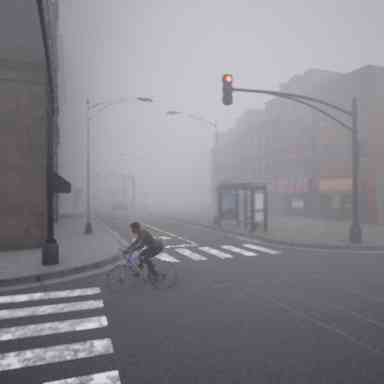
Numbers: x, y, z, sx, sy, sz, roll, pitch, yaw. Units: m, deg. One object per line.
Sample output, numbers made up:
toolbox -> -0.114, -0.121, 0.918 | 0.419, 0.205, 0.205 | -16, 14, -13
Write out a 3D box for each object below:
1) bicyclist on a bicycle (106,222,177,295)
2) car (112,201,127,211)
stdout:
bicyclist on a bicycle -> -1.134, 1.505, 7.644 | 1.656, 1.620, 0.582 | -1, 0, -18
car -> -10.499, 1.991, 48.148 | 1.812, 1.442, 4.674 | 0, -1, -19
